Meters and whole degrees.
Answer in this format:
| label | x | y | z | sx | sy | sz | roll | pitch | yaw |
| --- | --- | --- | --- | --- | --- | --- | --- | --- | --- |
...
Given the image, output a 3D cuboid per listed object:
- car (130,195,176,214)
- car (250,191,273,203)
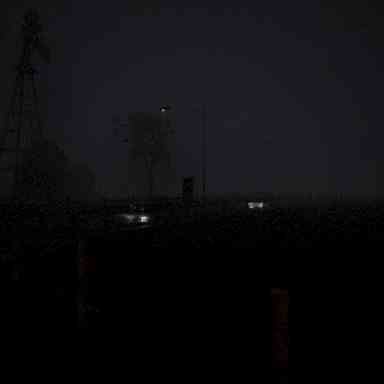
| label | x | y | z | sx | sy | sz | roll | pitch | yaw |
| --- | --- | --- | --- | --- | --- | --- | --- | --- | --- |
| car | -3.426 | 1.095 | 29.982 | 1.837 | 1.490 | 4.892 | 1 | 2 | 35 |
| car | 10.332 | 0.631 | 49.360 | 2.097 | 1.767 | 4.553 | 1 | 2 | 36 |
